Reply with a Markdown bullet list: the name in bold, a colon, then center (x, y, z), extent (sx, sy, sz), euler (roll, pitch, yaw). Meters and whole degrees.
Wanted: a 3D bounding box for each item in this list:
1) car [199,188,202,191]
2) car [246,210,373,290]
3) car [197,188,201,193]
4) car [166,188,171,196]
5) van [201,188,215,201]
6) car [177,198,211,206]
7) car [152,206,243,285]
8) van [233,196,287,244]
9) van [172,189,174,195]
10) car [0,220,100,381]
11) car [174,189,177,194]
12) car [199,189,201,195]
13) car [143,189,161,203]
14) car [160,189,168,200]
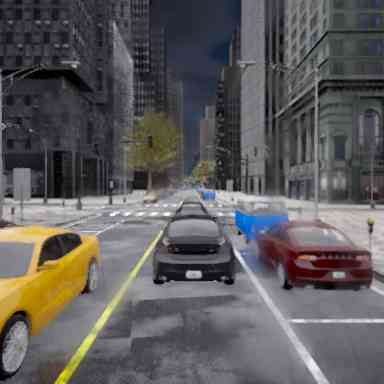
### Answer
- **car**: center (2.763, 0.488, 62.844), extent (1.887, 1.381, 4.507), euler (0, 1, 0)
- **car**: center (2.779, 1.394, 8.516), extent (1.887, 1.381, 4.507), euler (0, 1, 0)
- **car**: center (2.763, 0.321, 73.670), extent (2.008, 1.369, 4.403), euler (0, 1, 0)
- **car**: center (-5.761, 0.271, 62.485), extent (2.192, 1.841, 5.009), euler (0, 1, 0)
- **van**: center (2.764, 0.461, 52.016), extent (1.690, 1.788, 3.998), euler (0, 1, 0)
- **car**: center (0.009, 1.237, 18.982), extent (1.994, 1.385, 4.181), euler (0, 1, 1)
- **car**: center (0.055, 1.347, 9.008), extent (1.837, 1.490, 4.892), euler (0, 1, 0)
- **van**: center (2.780, 1.096, 14.037), extent (1.690, 1.788, 3.998), euler (0, 1, 0)
- **van**: center (-5.762, 0.043, 78.351), extent (1.690, 1.788, 3.998), euler (0, 1, 0)
- **car**: center (-3.000, 1.382, 5.541), extent (1.882, 1.535, 5.008), euler (0, 1, 0)
- **car**: center (-5.763, 0.100, 88.930), extent (1.947, 1.339, 4.313), euler (0, 1, 0)
- **car**: center (2.764, 0.598, 57.432), extent (1.947, 1.339, 4.313), euler (0, 1, 0)
- **car**: center (-5.767, 0.744, 46.452), extent (1.752, 1.417, 4.829), euler (0, 1, 0)
- **car**: center (-5.761, 0.587, 57.201), extent (1.887, 1.381, 4.507), euler (0, 1, 0)
